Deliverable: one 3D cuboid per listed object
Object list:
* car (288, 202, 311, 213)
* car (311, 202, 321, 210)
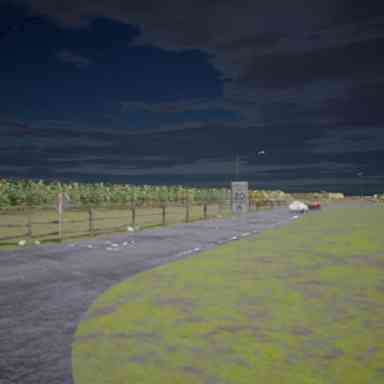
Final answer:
[{"bbox_3d":[14.537,2.040,45.321,1.812,1.442,4.674,0,0,29],"label":"car"},{"bbox_3d":[19.584,2.220,54.147,1.895,1.301,4.718,0,0,34],"label":"car"}]
